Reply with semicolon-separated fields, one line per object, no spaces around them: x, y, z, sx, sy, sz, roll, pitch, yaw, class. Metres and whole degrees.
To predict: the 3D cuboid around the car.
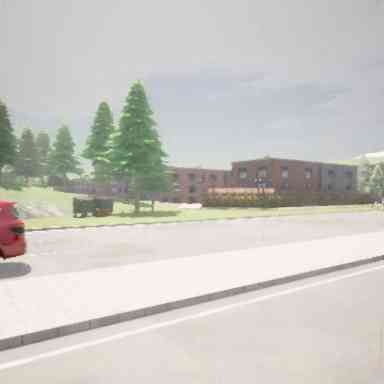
-7.329;1.217;8.587;5.566;2.045;2.150;0;0;-35;car
